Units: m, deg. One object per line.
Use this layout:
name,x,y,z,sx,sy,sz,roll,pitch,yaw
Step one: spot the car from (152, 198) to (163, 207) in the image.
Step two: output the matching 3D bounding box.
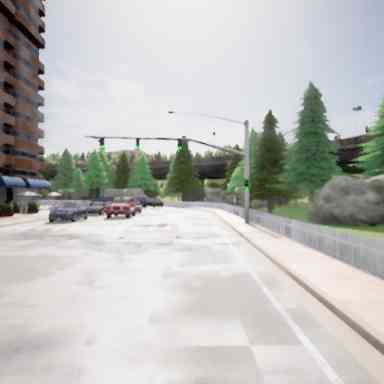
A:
car,-7.371,1.958,62.983,2.097,1.767,4.553,1,-1,-39

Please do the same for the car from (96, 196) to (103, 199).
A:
car,-18.084,1.852,68.073,5.566,2.045,2.150,0,-1,32

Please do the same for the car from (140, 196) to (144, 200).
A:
car,-9.983,1.730,53.705,2.150,2.045,5.566,0,-1,-25

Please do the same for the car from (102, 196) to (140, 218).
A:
car,-7.078,1.539,33.866,2.150,2.045,5.566,0,-1,0

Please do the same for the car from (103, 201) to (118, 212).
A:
car,-11.716,2.009,47.663,1.994,1.385,4.181,0,-1,-16

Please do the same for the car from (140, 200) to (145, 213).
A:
car,-7.515,2.014,43.619,1.895,1.301,4.718,0,-1,-6

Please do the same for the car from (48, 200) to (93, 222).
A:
car,-10.588,1.612,28.783,2.097,1.767,4.553,0,-1,1

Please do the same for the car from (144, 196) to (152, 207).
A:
car,-10.243,1.802,60.989,2.150,2.045,5.566,1,-1,-39

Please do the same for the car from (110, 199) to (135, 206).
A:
car,-14.650,2.112,69.966,5.357,1.411,2.033,0,-1,32

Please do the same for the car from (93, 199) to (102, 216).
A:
car,-10.705,1.853,37.749,1.837,1.490,4.892,0,-1,-1
